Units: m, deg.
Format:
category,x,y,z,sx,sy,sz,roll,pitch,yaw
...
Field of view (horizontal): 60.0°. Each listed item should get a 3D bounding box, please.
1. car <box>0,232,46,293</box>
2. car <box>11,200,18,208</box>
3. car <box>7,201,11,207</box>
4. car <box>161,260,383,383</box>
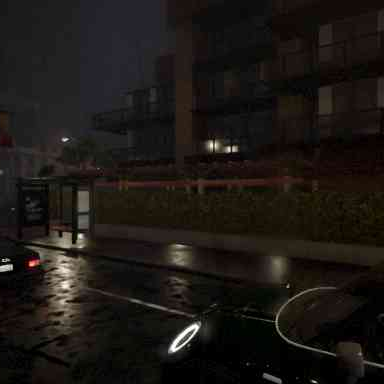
category,x,y,z,sx,sy,sz,roll,pitch,yaw
car,-5.701,1.547,8.018,5.357,1.411,2.033,0,0,36
car,-22.024,1.505,46.529,1.837,1.490,4.892,0,0,36
car,-24.521,1.477,49.072,1.882,1.535,5.008,0,0,35
car,1.914,1.352,2.639,4.553,1.767,2.097,0,0,35
